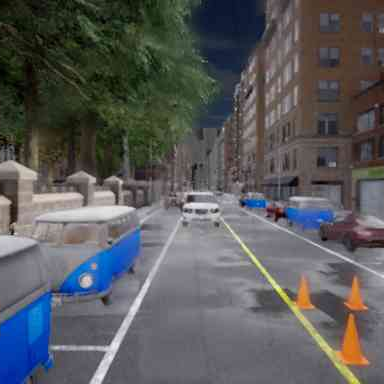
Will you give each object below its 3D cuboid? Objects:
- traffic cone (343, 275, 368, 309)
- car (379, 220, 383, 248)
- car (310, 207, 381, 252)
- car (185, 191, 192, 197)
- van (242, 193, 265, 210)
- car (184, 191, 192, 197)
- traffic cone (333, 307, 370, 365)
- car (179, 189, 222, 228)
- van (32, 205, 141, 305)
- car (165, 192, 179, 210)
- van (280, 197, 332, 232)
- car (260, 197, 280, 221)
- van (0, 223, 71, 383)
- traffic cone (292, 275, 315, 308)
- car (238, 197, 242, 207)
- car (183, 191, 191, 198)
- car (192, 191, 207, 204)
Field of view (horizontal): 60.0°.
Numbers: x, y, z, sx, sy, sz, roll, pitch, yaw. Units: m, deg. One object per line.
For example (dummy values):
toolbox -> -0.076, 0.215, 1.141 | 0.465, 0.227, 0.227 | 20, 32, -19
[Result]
traffic cone -> 3.157, 1.911, 6.426 | 0.340, 0.580, 0.340 | 0, 1, 1
car -> 6.305, 1.553, 7.402 | 1.802, 1.307, 4.206 | 0, 1, 1
car -> 6.391, 1.491, 13.062 | 1.802, 1.307, 4.206 | 0, 1, 1
car -> -0.961, 0.482, 90.368 | 1.887, 1.381, 4.507 | 0, 1, 1
van -> 6.737, 0.997, 35.697 | 1.690, 1.788, 3.998 | 0, 1, 1
car -> -1.044, 0.550, 84.918 | 2.008, 1.369, 4.403 | 0, 1, 1
traffic cone -> 2.126, 1.924, 4.442 | 0.340, 0.580, 0.340 | 0, 1, 1
car -> 0.557, 0.997, 20.871 | 2.150, 2.045, 5.566 | 0, 1, 1
van -> -2.218, 1.241, 7.501 | 1.690, 1.788, 3.998 | 0, 1, 1
car -> -1.787, 0.900, 35.785 | 2.192, 1.841, 5.009 | 0, 1, 1
van -> 6.478, 1.189, 18.718 | 1.690, 1.788, 3.998 | 0, 1, 1
car -> 6.563, 1.329, 24.380 | 1.887, 1.381, 4.507 | 0, 1, 1
van -> -2.304, 1.301, 1.843 | 1.690, 1.788, 3.998 | 0, 1, 1
traffic cone -> 2.157, 1.903, 6.441 | 0.340, 0.580, 0.340 | 1, 1, 1
car -> 6.821, 1.155, 41.359 | 1.947, 1.339, 4.313 | 0, 1, 1
car -> -1.129, 0.590, 79.298 | 1.752, 1.417, 4.829 | 0, 1, 1
car -> 1.090, 0.796, 49.500 | 2.097, 1.767, 4.553 | 0, 1, 1
